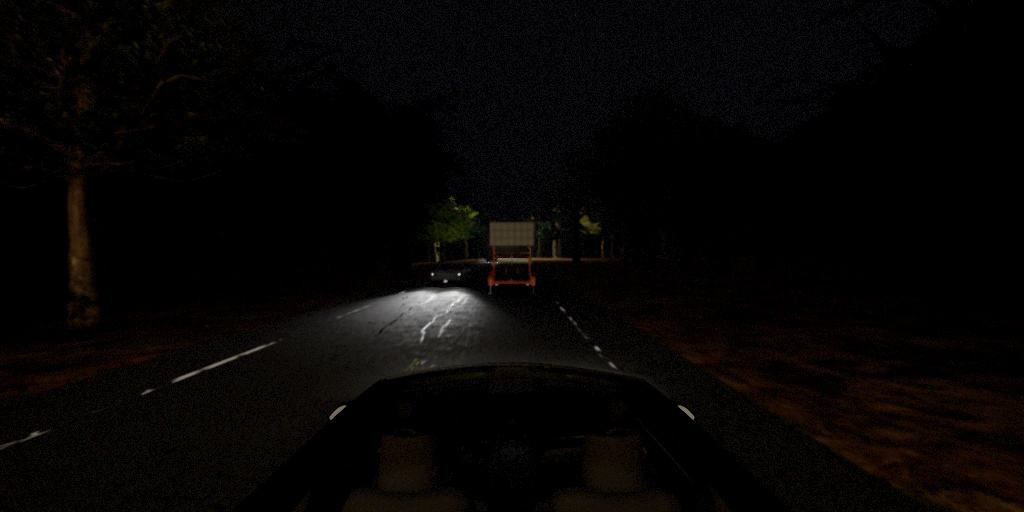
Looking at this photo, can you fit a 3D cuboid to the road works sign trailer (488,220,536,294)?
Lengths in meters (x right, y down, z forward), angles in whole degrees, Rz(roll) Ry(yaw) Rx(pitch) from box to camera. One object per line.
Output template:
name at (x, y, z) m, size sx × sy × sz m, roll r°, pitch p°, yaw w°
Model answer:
road works sign trailer at (-0.002, -0.039, 18.195) m, size 2.380 × 3.560 × 2.880 m, roll 0°, pitch 0°, yaw 0°

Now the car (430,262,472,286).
car at (-3.596, 1.039, 21.675) m, size 1.895 × 1.301 × 4.718 m, roll 0°, pitch 1°, yaw 0°

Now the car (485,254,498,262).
car at (-3.533, 0.304, 63.174) m, size 1.812 × 1.442 × 4.674 m, roll 0°, pitch 1°, yaw 1°
